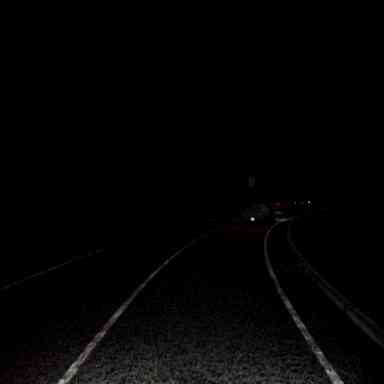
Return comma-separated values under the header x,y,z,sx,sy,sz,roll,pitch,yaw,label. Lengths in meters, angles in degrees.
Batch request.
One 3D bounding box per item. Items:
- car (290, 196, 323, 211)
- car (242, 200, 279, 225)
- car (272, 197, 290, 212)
x,y,z,sx,sy,sz,roll,pitch,yaw,label
13.756,1.274,39.221,2.097,1.767,4.553,-4,-2,38,car
4.848,1.551,24.085,1.812,1.442,4.674,-2,-1,22,car
10.558,1.488,40.739,2.097,1.767,4.553,-4,-2,39,car
